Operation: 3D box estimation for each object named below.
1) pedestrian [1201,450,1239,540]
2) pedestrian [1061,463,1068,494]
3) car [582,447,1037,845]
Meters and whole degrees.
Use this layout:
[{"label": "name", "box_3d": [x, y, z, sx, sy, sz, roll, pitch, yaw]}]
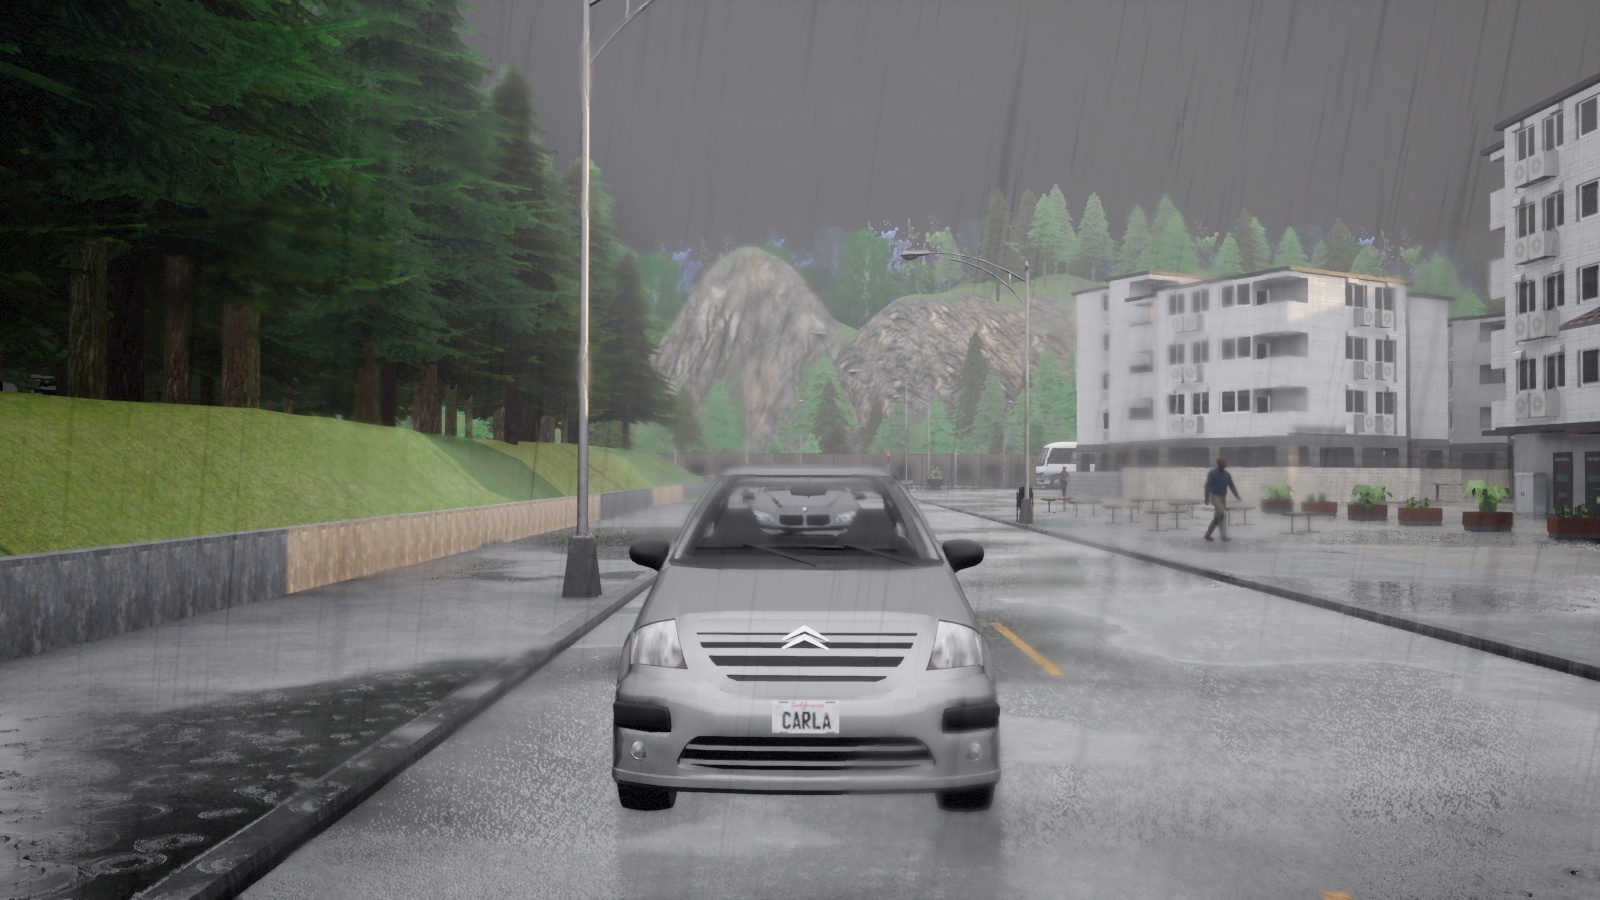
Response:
[{"label": "pedestrian", "box_3d": [8.717, 0.926, 26.075, 0.370, 1.835, 0.726, 0, -1, -17]}, {"label": "pedestrian", "box_3d": [15.494, 1.696, 73.634, 0.328, 1.805, 0.869, 0, -1, 9]}, {"label": "car", "box_3d": [0.044, 0.832, 7.120, 1.851, 1.617, 3.988, 0, -1, 0]}]
